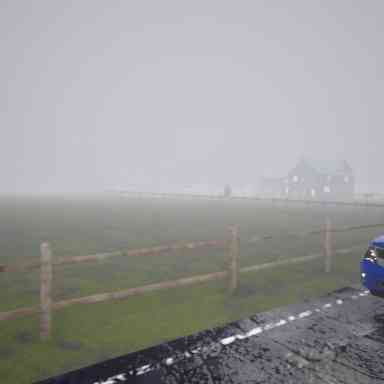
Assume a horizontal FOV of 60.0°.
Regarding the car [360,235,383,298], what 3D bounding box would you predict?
[{"bbox_3d":[6.030,1.221,7.371,5.566,2.045,2.150,0,0,-36],"label":"car"}]
